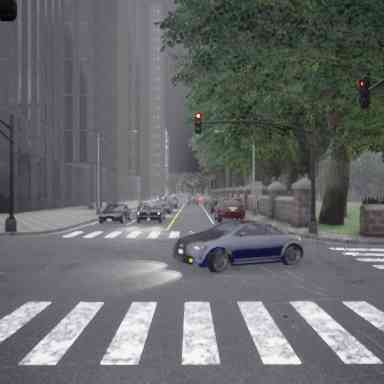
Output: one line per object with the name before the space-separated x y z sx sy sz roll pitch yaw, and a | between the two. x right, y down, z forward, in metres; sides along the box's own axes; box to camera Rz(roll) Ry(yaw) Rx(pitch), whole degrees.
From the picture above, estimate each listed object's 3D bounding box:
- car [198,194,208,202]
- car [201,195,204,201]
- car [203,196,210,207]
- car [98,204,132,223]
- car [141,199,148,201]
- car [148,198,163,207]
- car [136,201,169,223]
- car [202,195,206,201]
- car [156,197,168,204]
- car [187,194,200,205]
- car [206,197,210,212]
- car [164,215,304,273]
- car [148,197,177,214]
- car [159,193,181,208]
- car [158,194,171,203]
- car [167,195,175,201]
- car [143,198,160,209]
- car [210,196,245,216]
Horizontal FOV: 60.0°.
car | 2.496 1.399 75.811 2.097 1.767 4.553 0 0 0
car | 2.838 1.463 52.467 1.967 1.590 4.097 0 0 0
car | 2.822 1.565 41.554 2.008 1.369 4.403 0 0 0
car | -5.727 1.568 25.188 1.947 1.339 4.313 0 0 0
car | -5.703 1.565 41.558 2.008 1.369 4.403 0 0 0
car | -5.688 1.605 52.473 1.802 1.307 4.206 0 0 0
car | -3.063 1.603 25.630 1.895 1.301 4.718 0 0 0
car | 2.830 1.570 47.010 2.008 1.369 4.403 0 0 0
car | -5.672 1.614 63.387 1.802 1.307 4.206 0 0 0
car | 0.189 1.576 59.296 2.033 1.411 5.357 0 0 0
car | 2.814 1.576 36.097 1.947 1.339 4.313 0 0 0
car | 1.494 1.616 10.699 4.181 1.385 1.994 1 0 -24
car | -3.044 1.557 35.448 2.033 1.411 5.357 0 0 1
car | -3.023 1.370 45.723 2.097 1.767 4.553 0 0 0
car | -5.664 1.352 68.844 2.192 1.841 5.009 0 0 0
car | -5.633 1.503 90.672 1.967 1.590 4.097 0 0 0
car | -5.695 1.601 47.015 1.802 1.307 4.206 0 0 0
car | 2.799 1.317 25.185 2.192 1.841 5.009 0 0 0
